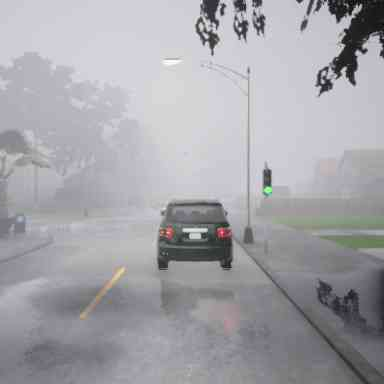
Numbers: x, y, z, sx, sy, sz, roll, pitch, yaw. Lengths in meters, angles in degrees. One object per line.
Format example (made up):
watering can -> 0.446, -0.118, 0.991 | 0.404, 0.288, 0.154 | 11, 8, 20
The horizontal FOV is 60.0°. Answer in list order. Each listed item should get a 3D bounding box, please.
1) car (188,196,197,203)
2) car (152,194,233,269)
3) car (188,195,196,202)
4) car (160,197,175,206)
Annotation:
car -> 0.013, 1.594, 69.484 | 1.812, 1.442, 4.674 | 0, 0, 0
car -> 0.072, 1.234, 11.315 | 2.150, 2.045, 5.566 | 0, 0, 0
car -> 0.010, 1.581, 80.583 | 1.837, 1.490, 4.892 | 0, 0, 0
car -> -4.052, 1.547, 55.357 | 2.128, 1.511, 4.902 | 0, 0, 0
